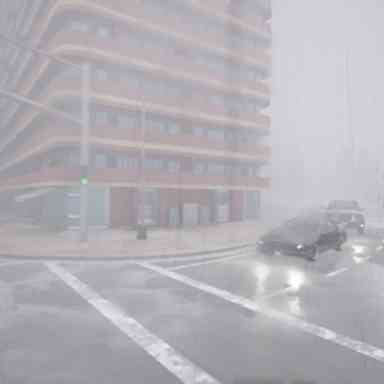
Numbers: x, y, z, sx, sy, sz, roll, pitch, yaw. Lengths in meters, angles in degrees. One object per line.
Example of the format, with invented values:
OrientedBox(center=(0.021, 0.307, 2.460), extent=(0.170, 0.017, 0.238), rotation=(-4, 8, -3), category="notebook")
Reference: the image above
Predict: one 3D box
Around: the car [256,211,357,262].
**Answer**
OrientedBox(center=(4.574, 1.697, 13.114), extent=(2.033, 1.411, 5.357), rotation=(0, -1, 40), category="car")

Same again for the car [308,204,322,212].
OrientedBox(center=(12.499, 1.896, 31.746), extent=(1.882, 1.535, 5.008), rotation=(1, -1, 5), category="car")

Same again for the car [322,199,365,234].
OrientedBox(center=(9.918, 1.514, 21.794), extent=(2.150, 2.045, 5.566), rotation=(0, -1, 23), category="car")
